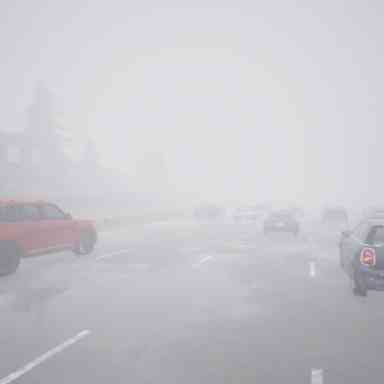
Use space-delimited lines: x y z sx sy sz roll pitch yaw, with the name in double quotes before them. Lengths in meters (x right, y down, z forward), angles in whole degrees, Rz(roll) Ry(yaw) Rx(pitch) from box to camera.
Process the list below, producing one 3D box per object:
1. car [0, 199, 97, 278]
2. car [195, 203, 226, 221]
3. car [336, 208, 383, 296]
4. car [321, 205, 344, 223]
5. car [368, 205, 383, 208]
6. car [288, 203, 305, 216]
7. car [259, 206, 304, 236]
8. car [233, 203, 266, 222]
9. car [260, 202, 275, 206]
"car" -5.343 1.242 10.513 2.150 2.045 5.566 0 0 20
"car" 1.751 1.749 30.449 2.128 1.511 4.902 0 0 20
"car" 5.177 1.478 8.761 2.097 1.767 4.553 0 0 20
"car" 12.343 1.843 28.895 1.882 1.535 5.008 0 0 20
"car" 15.863 1.906 28.347 1.837 1.490 4.892 0 0 20
"car" 10.952 1.927 35.393 1.812 1.442 4.674 0 0 20
"car" 5.560 1.784 20.270 1.994 1.385 4.181 0 -1 19
"car" 4.961 1.884 29.036 1.895 1.301 4.718 0 -1 20
"car" 8.991 1.896 40.356 1.882 1.535 5.008 0 0 20
